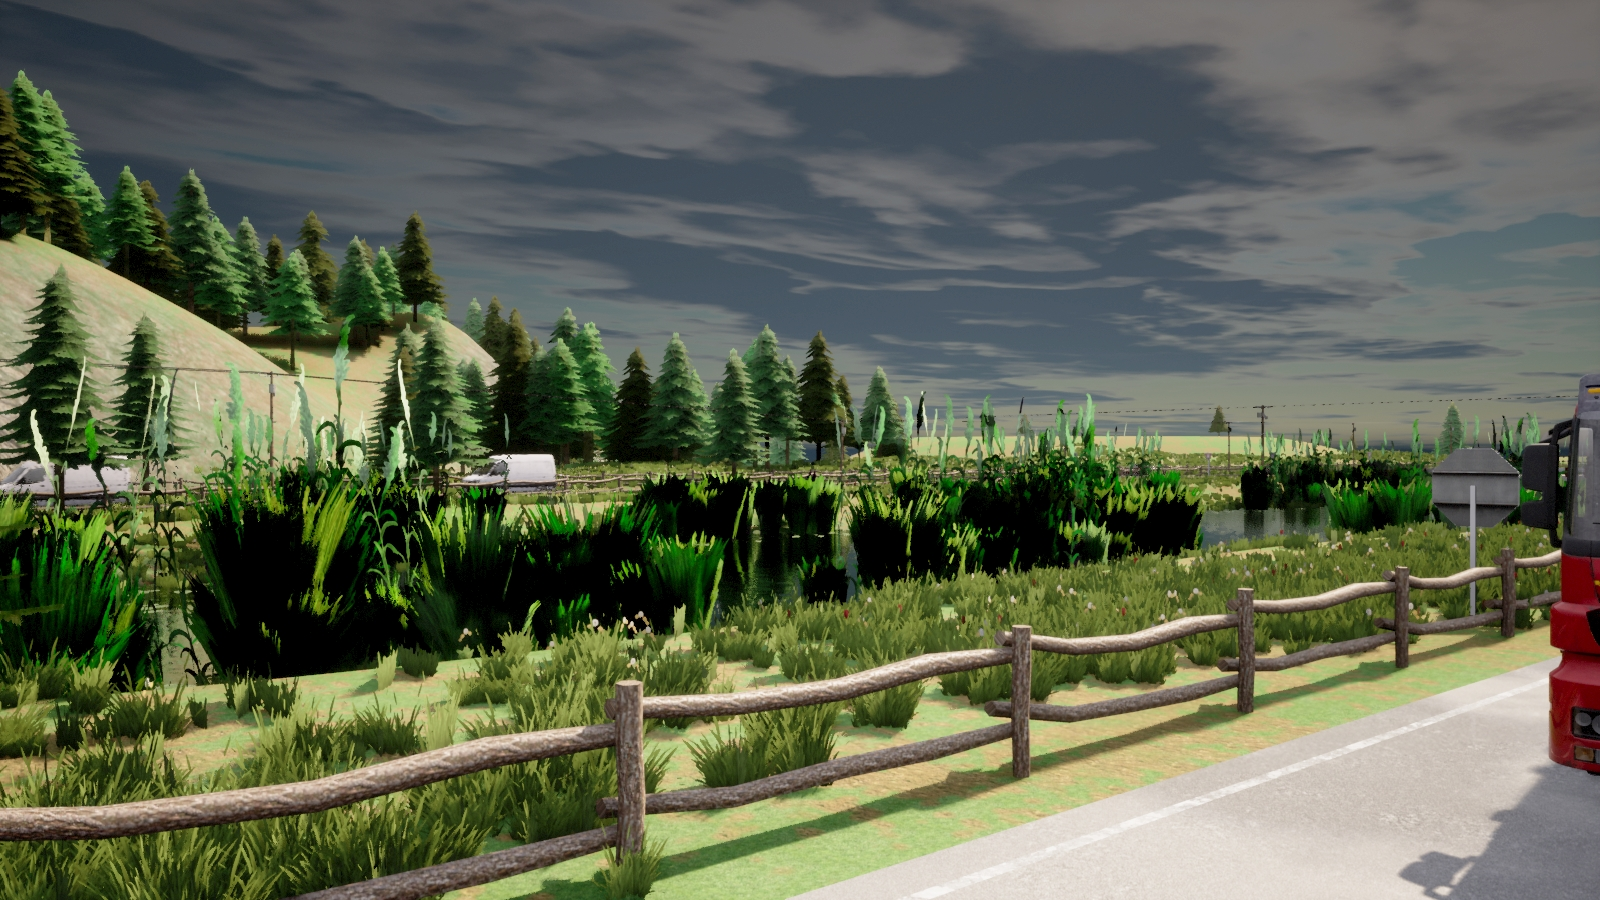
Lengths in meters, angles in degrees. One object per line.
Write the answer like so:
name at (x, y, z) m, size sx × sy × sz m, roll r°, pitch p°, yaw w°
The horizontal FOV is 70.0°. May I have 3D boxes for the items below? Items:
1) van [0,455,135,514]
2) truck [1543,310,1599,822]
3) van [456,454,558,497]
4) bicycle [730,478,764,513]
van at (-34.578, 1.532, 53.156) m, size 1.988 × 2.561 × 5.915 m, roll 0°, pitch 0°, yaw 42°
truck at (9.610, 0.862, 10.983) m, size 2.891 × 3.827 × 8.468 m, roll 0°, pitch 0°, yaw 42°
van at (-18.073, 1.534, 70.792) m, size 5.915 × 2.561 × 1.988 m, roll 0°, pitch 0°, yaw -45°
bicycle at (-2.388, 2.029, 51.512) m, size 1.643 × 1.496 × 0.373 m, roll -1°, pitch 0°, yaw -43°
